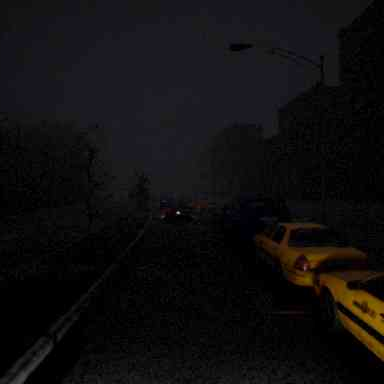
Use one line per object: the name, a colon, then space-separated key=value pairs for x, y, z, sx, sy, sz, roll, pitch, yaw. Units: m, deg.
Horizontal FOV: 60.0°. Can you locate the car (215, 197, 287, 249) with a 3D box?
car: x=2.677 y=1.213 z=14.744 sx=2.435 sy=2.045 sz=5.566 roll=0 pitch=0 yaw=-3

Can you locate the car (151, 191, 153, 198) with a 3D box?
car: x=-8.745 y=1.094 z=85.898 sx=2.002 sy=1.452 sz=4.674 roll=0 pitch=0 yaw=-12

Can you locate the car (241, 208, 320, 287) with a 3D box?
car: x=2.910 y=1.471 z=9.339 sx=1.946 sy=1.575 sz=5.366 roll=0 pitch=0 yaw=-1

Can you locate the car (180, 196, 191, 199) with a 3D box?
car: x=-1.169 y=1.346 z=49.445 sx=2.163 sy=1.488 sz=4.792 roll=0 pitch=0 yaw=-9

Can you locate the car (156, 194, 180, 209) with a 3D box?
car: x=-3.181 y=1.349 z=42.828 sx=2.128 sy=1.511 sz=4.902 roll=0 pitch=0 yaw=-8

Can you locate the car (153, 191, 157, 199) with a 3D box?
car: x=-7.596 y=1.130 z=80.503 sx=2.163 sy=1.488 sz=4.792 roll=0 pitch=0 yaw=-12

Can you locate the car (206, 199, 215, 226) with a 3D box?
car: x=2.363 y=1.449 z=20.283 sx=2.231 sy=1.521 sz=4.892 roll=0 pitch=0 yaw=-3

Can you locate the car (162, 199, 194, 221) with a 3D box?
car: x=-1.198 y=1.501 z=26.476 sx=1.994 sy=1.385 sz=4.181 roll=0 pitch=0 yaw=-5

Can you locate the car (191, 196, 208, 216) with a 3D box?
car: x=1.343 y=1.399 z=31.562 sx=1.946 sy=1.575 sz=5.366 roll=0 pitch=0 yaw=-6

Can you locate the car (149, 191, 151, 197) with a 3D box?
car: x=-9.909 y=1.035 z=91.354 sx=2.163 sy=1.488 sz=4.792 roll=0 pitch=0 yaw=-12

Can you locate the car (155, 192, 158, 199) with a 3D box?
car: x=-6.433 y=1.185 z=75.049 sx=2.002 sy=1.452 sz=4.674 roll=0 pitch=0 yaw=-12

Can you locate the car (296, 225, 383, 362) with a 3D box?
car: x=3.042 y=1.476 z=3.776 sx=1.946 sy=1.575 sz=5.366 roll=0 pitch=0 yaw=0

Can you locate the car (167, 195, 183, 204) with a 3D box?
car: x=-2.985 y=1.262 z=58.869 sx=2.097 sy=1.535 sz=5.008 roll=0 pitch=0 yaw=-11
